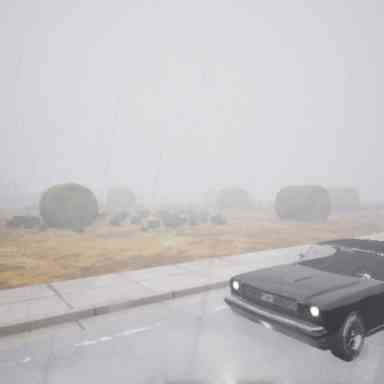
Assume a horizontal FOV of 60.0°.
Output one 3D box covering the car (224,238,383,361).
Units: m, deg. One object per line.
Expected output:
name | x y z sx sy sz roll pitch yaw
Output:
car | 2.868 1.588 6.014 4.718 1.301 1.895 0 0 -35
